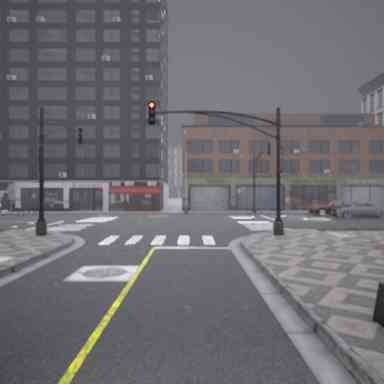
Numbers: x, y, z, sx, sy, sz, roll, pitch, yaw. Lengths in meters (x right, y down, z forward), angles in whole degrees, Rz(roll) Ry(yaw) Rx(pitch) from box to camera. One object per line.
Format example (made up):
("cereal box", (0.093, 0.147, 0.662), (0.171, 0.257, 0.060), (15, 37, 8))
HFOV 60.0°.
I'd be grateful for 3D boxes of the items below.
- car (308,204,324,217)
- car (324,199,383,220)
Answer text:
("car", (13.160, 1.419, 30.272), (5.008, 1.535, 1.882), (0, 0, 1))
("car", (13.414, 1.486, 27.019), (4.181, 1.385, 1.994), (0, 0, 0))
